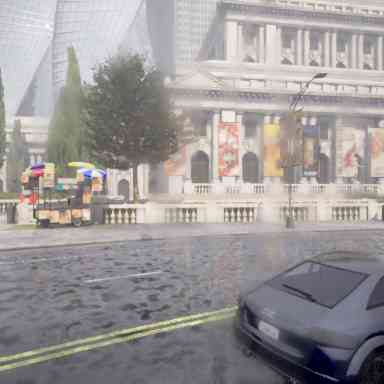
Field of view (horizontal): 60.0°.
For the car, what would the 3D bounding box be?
[{"bbox_3d":[2.662,1.564,4.789,4.181,1.385,1.994,0,0,-28],"label":"car"}]
